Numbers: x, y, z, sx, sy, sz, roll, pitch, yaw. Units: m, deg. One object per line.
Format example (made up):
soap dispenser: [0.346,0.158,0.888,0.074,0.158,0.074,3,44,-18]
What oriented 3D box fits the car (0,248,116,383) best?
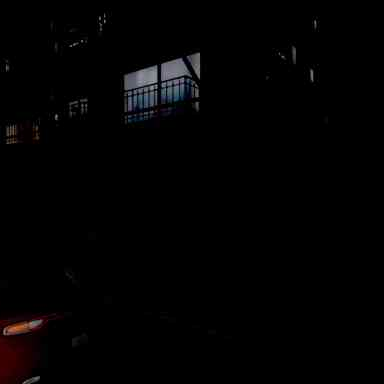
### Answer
car: [-3.080,1.547,5.088,4.507,1.381,1.887,0,0,36]

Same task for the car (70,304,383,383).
car: [1.501,1.566,1.804,4.313,1.339,1.947,0,0,36]
